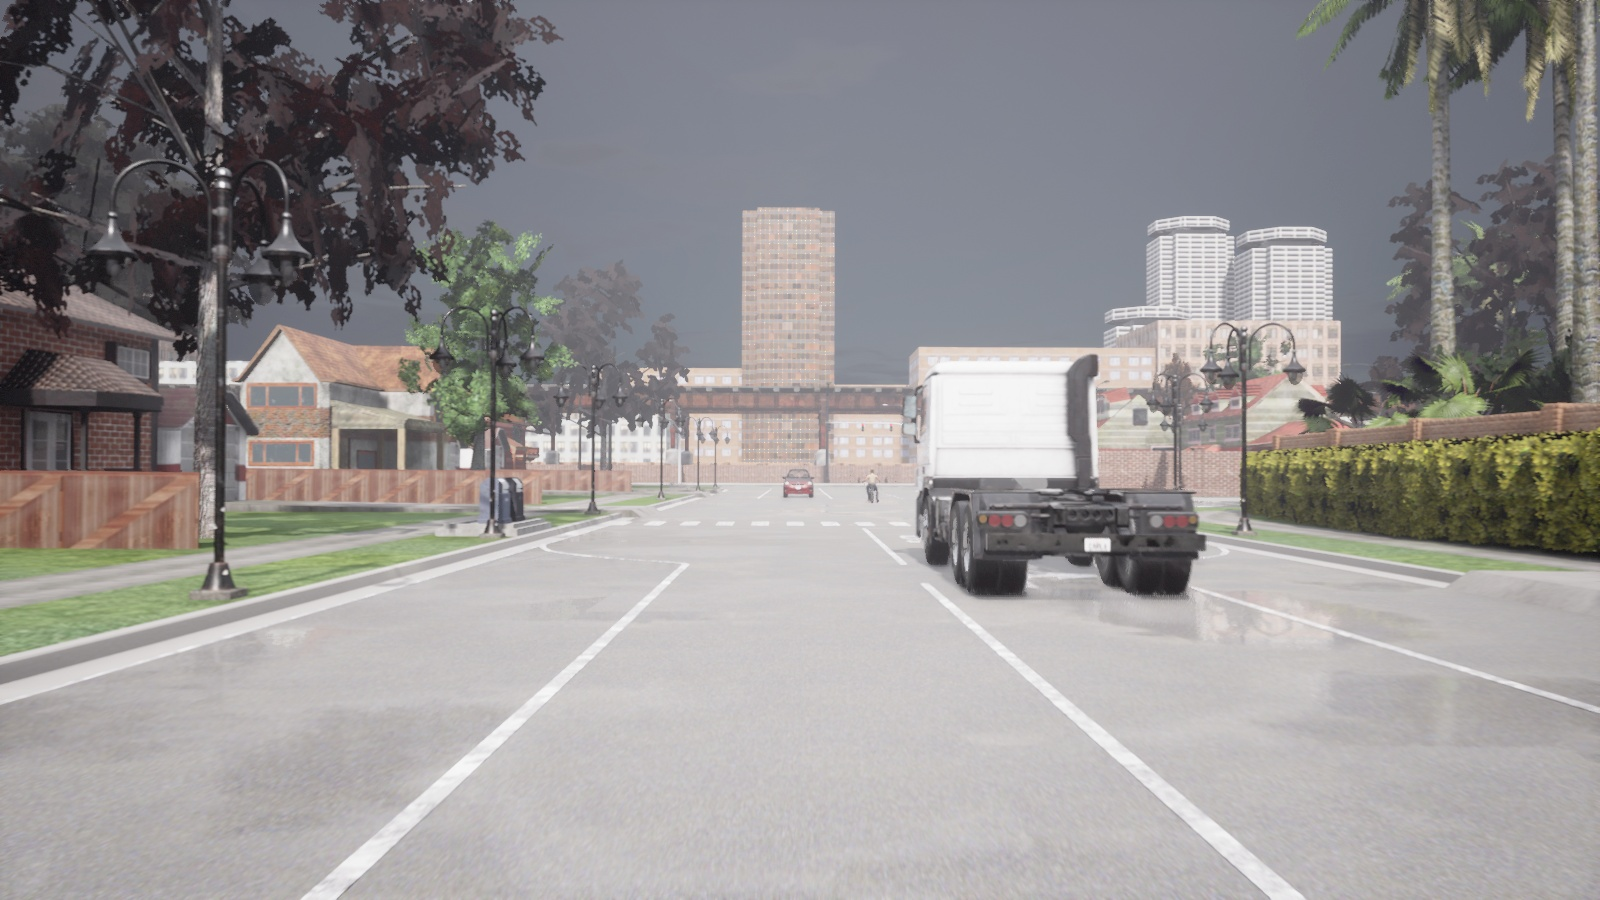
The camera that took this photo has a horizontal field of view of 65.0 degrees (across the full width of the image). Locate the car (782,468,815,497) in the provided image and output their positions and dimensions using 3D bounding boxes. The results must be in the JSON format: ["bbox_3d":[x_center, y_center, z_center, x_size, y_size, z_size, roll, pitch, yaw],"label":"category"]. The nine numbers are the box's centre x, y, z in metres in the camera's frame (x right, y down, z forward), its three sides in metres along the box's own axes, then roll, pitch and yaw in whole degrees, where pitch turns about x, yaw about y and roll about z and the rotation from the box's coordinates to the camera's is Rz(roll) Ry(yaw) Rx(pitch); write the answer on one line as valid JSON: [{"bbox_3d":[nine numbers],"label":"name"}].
[{"bbox_3d":[-0.086,1.869,72.291,1.851,1.617,3.988,0,-1,0],"label":"car"}]

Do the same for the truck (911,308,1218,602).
[{"bbox_3d":[3.475,0.119,18.816,2.891,3.462,7.936,0,-1,0],"label":"truck"}]
